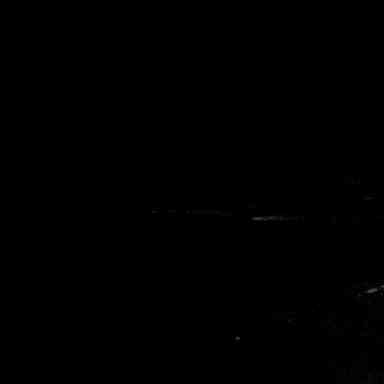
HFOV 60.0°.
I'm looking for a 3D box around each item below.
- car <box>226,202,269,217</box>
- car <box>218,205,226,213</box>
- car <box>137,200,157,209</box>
[{"bbox_3d":[6.602,2.048,38.415,1.882,1.535,5.008,-1,0,-36],"label":"car"},{"bbox_3d":[5.596,2.149,46.176,1.812,1.442,4.674,-1,0,-36],"label":"car"},{"bbox_3d":[-7.984,2.225,58.920,2.128,1.511,4.902,-1,1,-35],"label":"car"}]
